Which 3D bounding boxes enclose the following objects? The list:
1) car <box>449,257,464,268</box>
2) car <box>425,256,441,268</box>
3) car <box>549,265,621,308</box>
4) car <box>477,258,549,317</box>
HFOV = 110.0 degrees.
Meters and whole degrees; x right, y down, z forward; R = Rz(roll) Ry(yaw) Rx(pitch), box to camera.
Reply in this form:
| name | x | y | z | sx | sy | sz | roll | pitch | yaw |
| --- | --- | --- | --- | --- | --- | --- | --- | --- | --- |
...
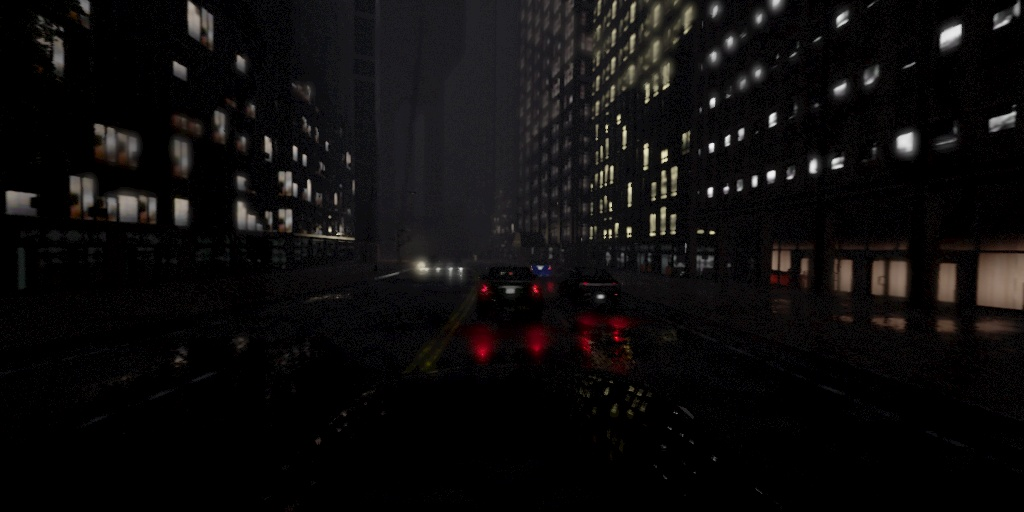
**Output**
| name | x | y | z | sx | sy | sz | roll | pitch | yaw |
| --- | --- | --- | --- | --- | --- | --- | --- | --- | --- |
| car | -8.081 | 0.938 | 51.878 | 1.812 | 1.442 | 4.674 | 0 | 0 | -11 |
| car | -11.230 | 0.742 | 51.044 | 2.097 | 1.767 | 4.553 | 0 | 0 | -11 |
| car | 3.088 | 1.212 | 15.148 | 2.128 | 1.511 | 4.902 | 1 | 0 | -2 |
| car | -0.103 | 1.050 | 12.978 | 2.097 | 1.767 | 4.553 | 1 | 1 | -2 |
